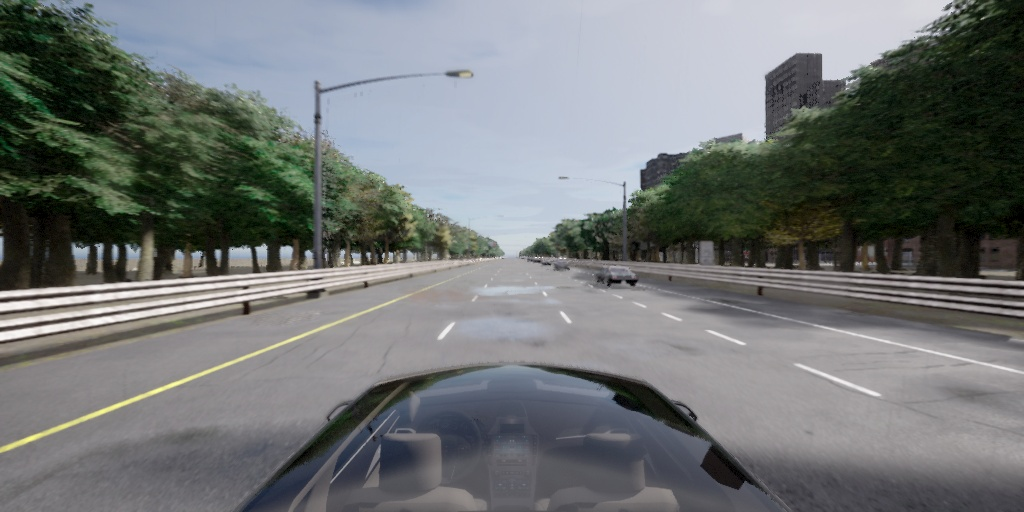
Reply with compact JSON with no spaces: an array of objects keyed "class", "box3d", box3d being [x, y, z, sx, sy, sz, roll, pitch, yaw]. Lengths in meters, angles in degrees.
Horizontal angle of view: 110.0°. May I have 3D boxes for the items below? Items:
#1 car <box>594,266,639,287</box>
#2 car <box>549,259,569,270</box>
[{"class":"car","box3d":[6.999,1.359,24.626,1.895,1.301,4.718,0,0,0]},{"class":"car","box3d":[6.996,1.265,51.529,2.128,1.511,4.902,0,0,0]}]
